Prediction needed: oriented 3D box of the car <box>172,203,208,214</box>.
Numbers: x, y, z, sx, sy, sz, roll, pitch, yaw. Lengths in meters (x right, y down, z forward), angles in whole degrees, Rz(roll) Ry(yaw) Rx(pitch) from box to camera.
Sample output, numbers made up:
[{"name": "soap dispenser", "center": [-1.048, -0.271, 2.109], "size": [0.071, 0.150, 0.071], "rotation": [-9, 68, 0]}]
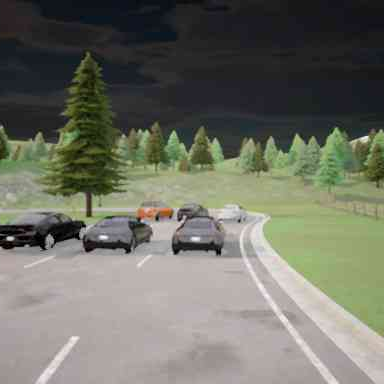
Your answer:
[{"name": "car", "center": [0.140, 1.786, 29.501], "size": [1.837, 1.490, 4.892], "rotation": [0, 0, 18]}]

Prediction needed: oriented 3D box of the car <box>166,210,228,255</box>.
[{"name": "car", "center": [0.381, 1.698, 14.137], "size": [1.994, 1.385, 4.181], "rotation": [0, 0, 7]}]

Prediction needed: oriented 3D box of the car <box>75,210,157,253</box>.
[{"name": "car", "center": [-3.092, 1.705, 14.566], "size": [1.994, 1.385, 4.181], "rotation": [0, 0, 7]}]

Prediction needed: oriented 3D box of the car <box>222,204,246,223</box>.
[{"name": "car", "center": [3.492, 1.792, 28.504], "size": [1.812, 1.442, 4.674], "rotation": [0, 0, 17]}]

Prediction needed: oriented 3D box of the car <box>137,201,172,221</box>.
[{"name": "car", "center": [-3.260, 1.640, 30.369], "size": [2.097, 1.767, 4.553], "rotation": [0, -1, 18]}]

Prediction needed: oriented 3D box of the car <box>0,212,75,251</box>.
[{"name": "car", "center": [-6.551, 1.627, 15.071], "size": [1.882, 1.535, 5.008], "rotation": [0, 0, 7]}]
